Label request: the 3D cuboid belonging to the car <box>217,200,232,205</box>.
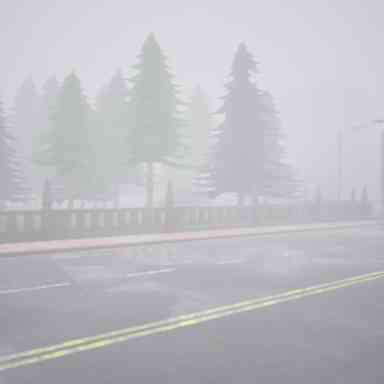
[{"bbox_3d":[6.218,1.815,64.917,1.812,1.442,4.674,1,0,-32],"label":"car"}]
